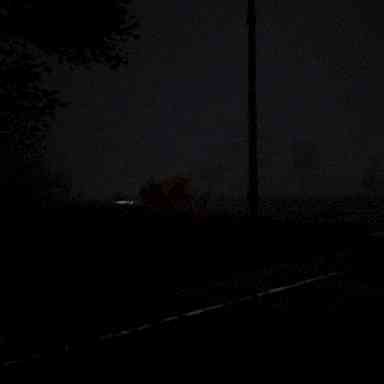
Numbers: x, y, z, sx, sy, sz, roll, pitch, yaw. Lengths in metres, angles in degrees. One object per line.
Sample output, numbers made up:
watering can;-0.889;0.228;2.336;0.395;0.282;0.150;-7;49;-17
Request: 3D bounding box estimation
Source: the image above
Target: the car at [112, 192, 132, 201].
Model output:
car;-11.297;0.699;52.979;1.812;1.442;4.674;-2;2;-35
